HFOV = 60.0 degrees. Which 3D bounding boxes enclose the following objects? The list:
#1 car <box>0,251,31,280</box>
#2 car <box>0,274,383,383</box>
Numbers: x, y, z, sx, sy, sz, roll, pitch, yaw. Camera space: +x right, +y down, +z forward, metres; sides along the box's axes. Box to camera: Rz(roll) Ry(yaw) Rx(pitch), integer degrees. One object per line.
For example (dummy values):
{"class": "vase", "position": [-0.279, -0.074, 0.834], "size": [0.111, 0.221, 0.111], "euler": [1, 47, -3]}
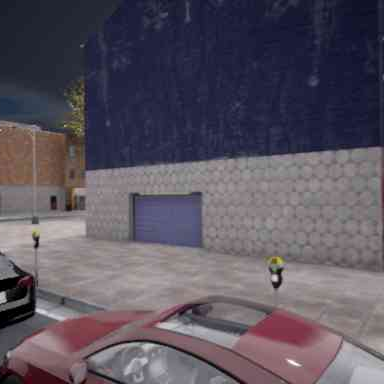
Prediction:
{"class": "car", "position": [-4.579, 1.633, 6.082], "size": [4.313, 1.339, 1.947], "euler": [-1, -1, 36]}
{"class": "car", "position": [0.040, 1.596, 2.786], "size": [4.206, 1.307, 1.802], "euler": [-1, -1, 36]}
